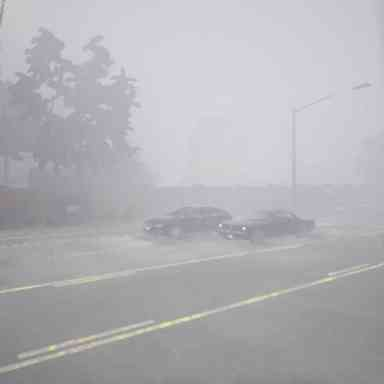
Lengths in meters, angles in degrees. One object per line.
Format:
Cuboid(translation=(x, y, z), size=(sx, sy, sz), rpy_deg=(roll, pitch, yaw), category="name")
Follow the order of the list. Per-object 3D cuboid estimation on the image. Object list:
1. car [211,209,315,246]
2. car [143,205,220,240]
Cuboid(translation=(3.394, 1.511, 15.005), size=(4.718, 1.301, 1.895), rpy_deg=(-1, 0, -35), category="car")
Cuboid(translation=(-0.102, 1.428, 16.812), size=(4.892, 1.490, 1.837), rpy_deg=(-1, 0, -35), category="car")
